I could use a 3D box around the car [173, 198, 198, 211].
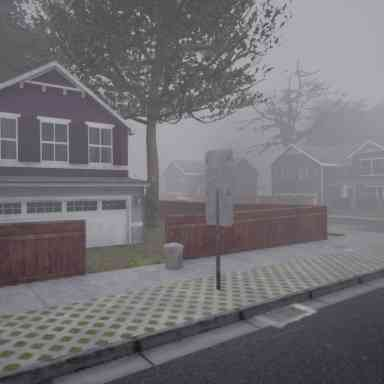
[{"bbox_3d":[-0.385,1.382,33.982,1.882,1.535,5.008,-1,1,-36],"label":"car"}]

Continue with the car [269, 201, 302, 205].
[{"bbox_3d":[6.990,1.456,23.890,1.837,1.490,4.892,-1,1,-36],"label":"car"}]
